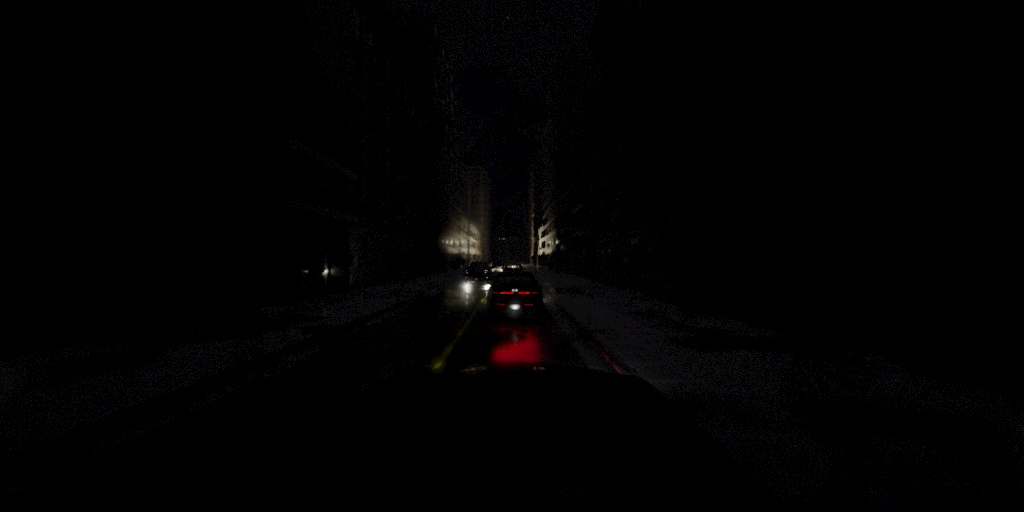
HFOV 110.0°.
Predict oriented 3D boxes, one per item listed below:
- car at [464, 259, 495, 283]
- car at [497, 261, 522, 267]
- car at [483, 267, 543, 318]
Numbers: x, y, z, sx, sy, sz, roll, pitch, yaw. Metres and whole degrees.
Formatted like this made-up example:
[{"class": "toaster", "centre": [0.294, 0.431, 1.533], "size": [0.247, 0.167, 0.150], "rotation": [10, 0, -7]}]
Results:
[{"class": "car", "centre": [-2.826, 1.284, 30.645], "size": [2.097, 1.767, 4.553], "rotation": [0, 0, 0]}, {"class": "car", "centre": [0.117, 1.419, 30.056], "size": [2.128, 1.511, 4.902], "rotation": [0, 0, 0]}, {"class": "car", "centre": [0.104, 1.326, 13.406], "size": [1.837, 1.490, 4.892], "rotation": [0, 0, 0]}]
